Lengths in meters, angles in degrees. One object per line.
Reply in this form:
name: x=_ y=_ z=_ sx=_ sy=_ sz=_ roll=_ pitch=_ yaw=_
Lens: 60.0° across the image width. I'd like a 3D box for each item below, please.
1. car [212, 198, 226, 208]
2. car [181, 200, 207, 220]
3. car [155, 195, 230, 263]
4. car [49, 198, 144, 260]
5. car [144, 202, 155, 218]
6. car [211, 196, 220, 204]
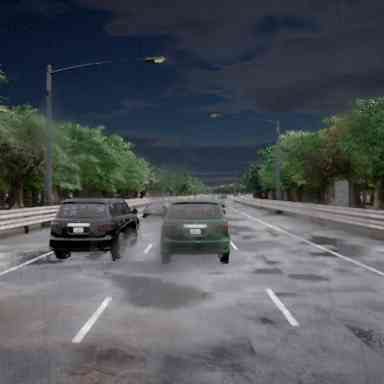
car: x=4.193 y=1.719 z=52.153 sx=2.033 sy=1.411 sz=5.357 roll=0 pitch=0 yaw=2
car: x=0.222 y=1.554 z=29.906 sx=2.128 sy=1.511 sz=4.902 roll=0 pitch=0 yaw=1
car: x=0.103 y=1.234 z=12.188 sx=2.150 sy=2.045 sz=5.566 roll=0 pitch=0 yaw=0
car: x=-3.398 y=1.235 z=12.640 sx=2.150 sy=2.045 sz=5.566 roll=0 pitch=0 yaw=0
car: x=-3.269 y=1.628 z=30.483 sx=1.994 sy=1.385 sz=4.181 roll=0 pitch=0 yaw=1
car: x=5.474 y=1.751 z=77.903 sx=2.097 sy=1.767 sz=4.553 roll=0 pitch=-1 yaw=4
